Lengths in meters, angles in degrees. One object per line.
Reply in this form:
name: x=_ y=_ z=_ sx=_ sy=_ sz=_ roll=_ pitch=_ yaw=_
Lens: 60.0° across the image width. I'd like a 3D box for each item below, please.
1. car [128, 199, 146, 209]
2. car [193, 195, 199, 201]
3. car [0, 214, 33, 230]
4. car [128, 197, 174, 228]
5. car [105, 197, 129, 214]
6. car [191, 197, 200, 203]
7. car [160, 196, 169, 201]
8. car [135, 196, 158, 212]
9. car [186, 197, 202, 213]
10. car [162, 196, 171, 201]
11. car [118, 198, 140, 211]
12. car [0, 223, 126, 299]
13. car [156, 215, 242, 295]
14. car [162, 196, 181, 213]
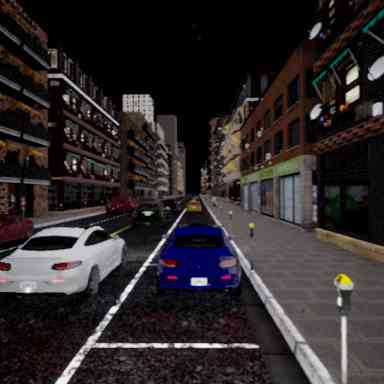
car: x=-7.977 y=1.687 z=48.544 sx=1.887 sy=1.381 sz=4.507 roll=0 pitch=0 yaw=1
car: x=1.180 y=1.698 z=93.648 sx=1.752 sy=1.417 sz=4.829 roll=0 pitch=0 yaw=1
car: x=-8.559 y=1.662 z=14.730 sx=1.802 sy=1.307 sz=4.206 roll=0 pitch=0 yaw=1
car: x=-2.669 y=1.413 z=22.602 sx=2.097 sy=1.767 sz=4.553 roll=0 pitch=0 yaw=1
car: x=-8.172 y=1.437 z=37.273 sx=2.192 sy=1.841 sz=5.009 roll=0 pitch=0 yaw=1
car: x=0.789 y=1.685 z=70.936 sx=2.008 sy=1.369 sz=4.403 roll=0 pitch=0 yaw=1
car: x=-7.299 y=1.762 z=87.990 sx=2.008 sy=1.369 sz=4.403 roll=0 pitch=0 yaw=1
car: x=-5.494 y=1.464 z=40.639 sx=2.097 sy=1.767 sz=4.553 roll=0 pitch=0 yaw=1
car: x=0.210 y=1.600 z=37.294 sx=1.752 sy=1.417 sz=4.829 roll=0 pitch=0 yaw=1
car: x=-7.203 y=1.771 z=93.626 sx=2.008 sy=1.369 sz=4.403 roll=0 pitch=0 yaw=1
car: x=-8.075 y=1.573 z=42.907 sx=1.967 sy=1.590 sz=4.097 roll=0 pitch=0 yaw=1
car: x=-2.976 y=1.561 z=8.446 sx=1.812 sy=1.442 sz=4.674 roll=0 pitch=0 yaw=1
car: x=0.175 y=1.543 z=8.617 sx=1.812 sy=1.442 sz=4.674 roll=0 pitch=0 yaw=1
car: x=-2.400 y=1.597 z=37.969 sx=1.837 sy=1.490 sz=4.892 roll=0 pitch=0 yaw=1
